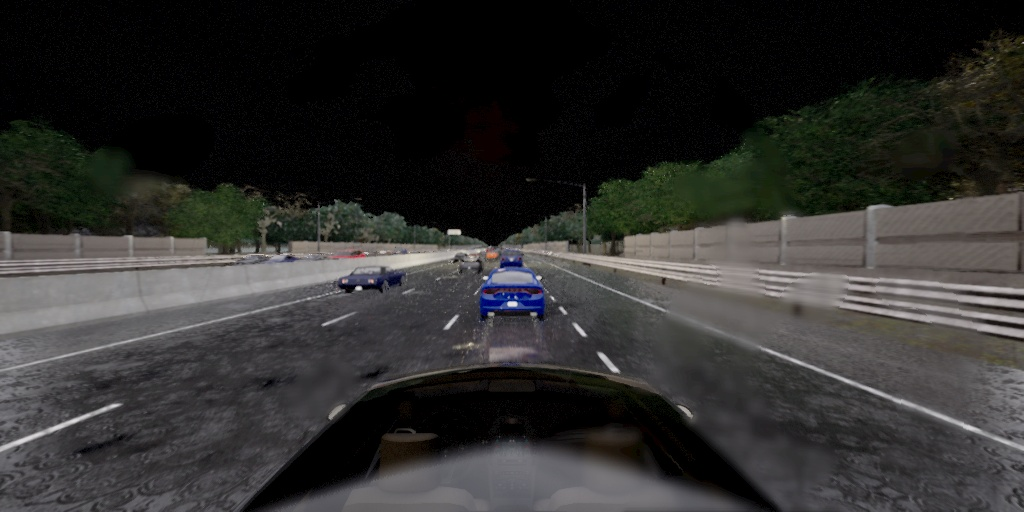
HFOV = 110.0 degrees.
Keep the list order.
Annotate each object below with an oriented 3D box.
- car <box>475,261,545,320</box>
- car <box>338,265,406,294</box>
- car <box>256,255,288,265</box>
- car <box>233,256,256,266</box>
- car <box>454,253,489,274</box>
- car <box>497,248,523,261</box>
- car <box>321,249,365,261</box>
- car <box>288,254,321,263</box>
[{"bbox_3d":[0.009,1.118,12.169,1.882,1.535,5.008,0,1,0],"label":"car"},{"bbox_3d":[-6.996,1.144,18.568,1.895,1.301,4.718,0,1,0],"label":"car"},{"bbox_3d":[-24.647,0.619,38.423,1.812,1.442,4.674,0,1,0],"label":"car"},{"bbox_3d":[-28.145,0.641,39.147,1.994,1.385,4.181,0,1,0],"label":"car"},{"bbox_3d":[-3.538,0.729,32.139,2.128,1.511,4.902,0,1,0],"label":"car"},{"bbox_3d":[-0.053,0.377,35.382,2.150,2.045,5.566,0,1,0],"label":"car"},{"bbox_3d":[-17.652,0.312,38.391,2.150,2.045,5.566,0,1,0],"label":"car"},{"bbox_3d":[-21.150,0.583,38.451,2.128,1.511,4.902,0,1,0],"label":"car"}]
